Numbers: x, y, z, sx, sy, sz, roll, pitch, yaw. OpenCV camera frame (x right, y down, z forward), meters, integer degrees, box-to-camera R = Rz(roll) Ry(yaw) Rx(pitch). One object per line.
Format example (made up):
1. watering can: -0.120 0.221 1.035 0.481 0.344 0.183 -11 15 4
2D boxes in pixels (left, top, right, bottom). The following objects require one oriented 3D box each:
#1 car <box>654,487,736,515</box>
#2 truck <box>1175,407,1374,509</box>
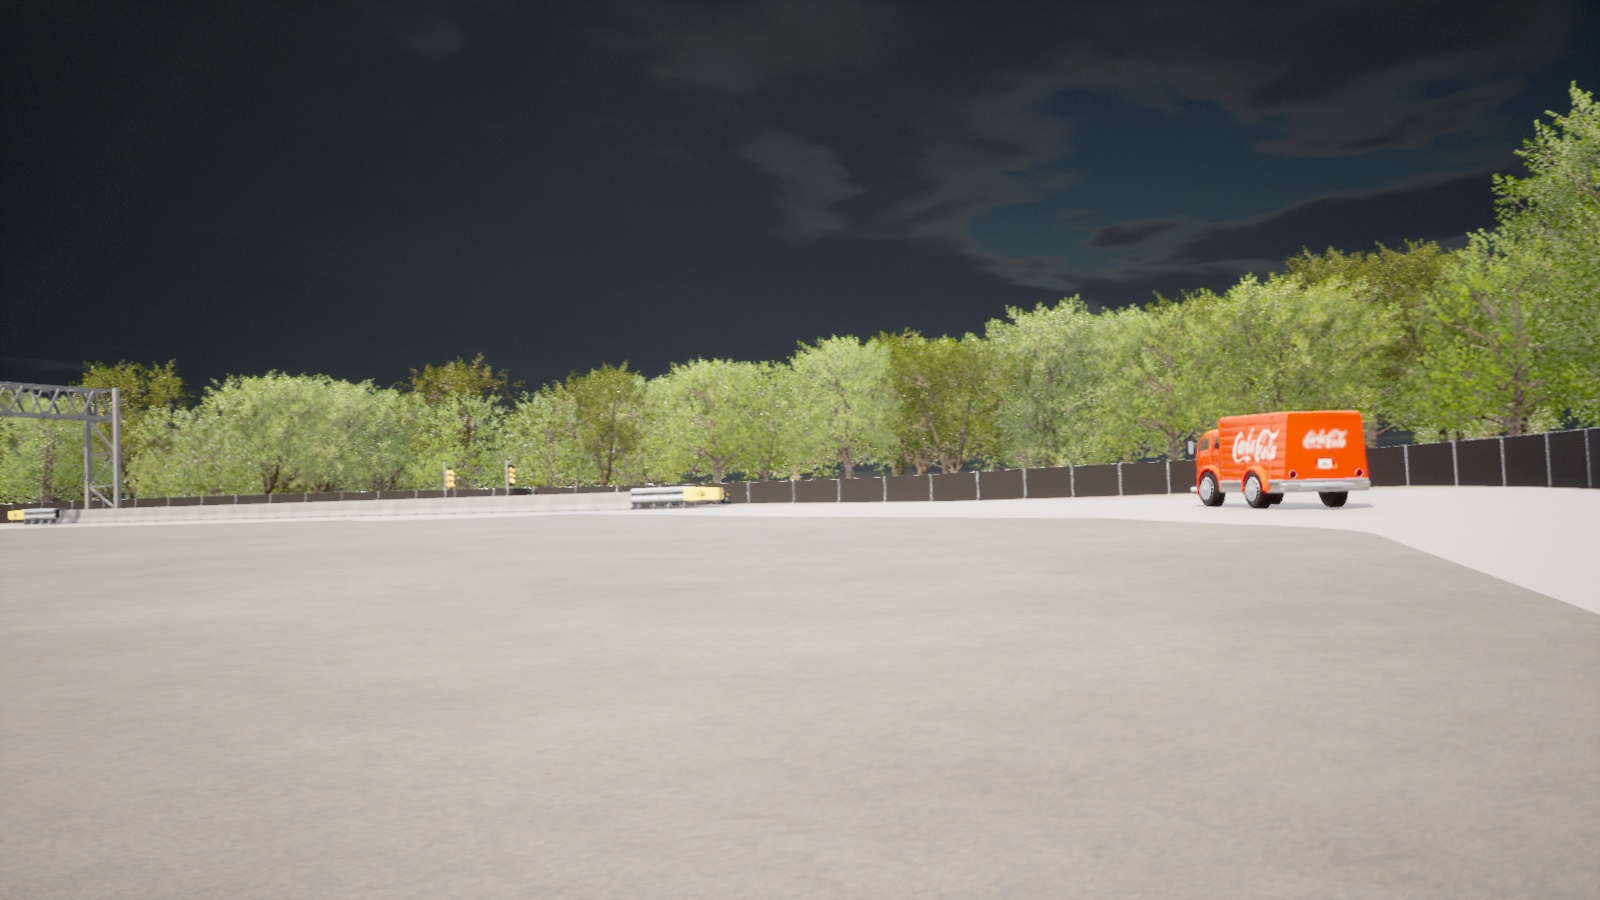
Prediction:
1. car: -6.407 3.107 76.394 4.514 1.525 2.007 -3 -2 20
2. truck: 12.585 0.259 33.787 2.627 2.467 5.204 -1 -1 -11
